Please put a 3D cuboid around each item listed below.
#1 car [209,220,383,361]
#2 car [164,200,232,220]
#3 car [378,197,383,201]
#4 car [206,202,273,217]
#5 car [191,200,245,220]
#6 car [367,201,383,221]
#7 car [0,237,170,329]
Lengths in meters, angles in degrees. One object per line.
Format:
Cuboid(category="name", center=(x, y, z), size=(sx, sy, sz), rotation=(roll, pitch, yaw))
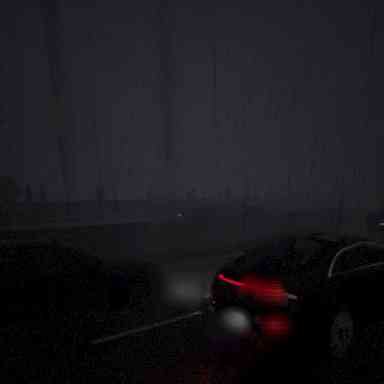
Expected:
Cuboid(category="car", center=(2.509, 1.491, 5.988), size=(4.902, 1.511, 2.128), rotation=(0, 0, -39))
Cuboid(category="car", center=(0.316, 1.508, 22.728), size=(4.902, 1.511, 2.128), rotation=(0, 0, -42))
Cuboid(category="car", center=(30.242, 1.491, 49.988), size=(4.674, 1.442, 1.812), rotation=(0, 0, -42))
Cuboid(category="car", center=(3.304, 1.534, 20.709), size=(4.674, 1.442, 1.812), rotation=(0, 0, -42))
Cuboid(category="car", center=(2.357, 1.522, 29.319), size=(4.892, 1.490, 1.837), rotation=(0, 0, -42))
Cuboid(category="car", center=(11.382, 1.465, 18.360), size=(5.008, 1.535, 1.882), rotation=(0, 0, -42))
Cuboid(category="car", center=(-3.058, 1.560, 5.974), size=(5.357, 1.411, 2.033), rotation=(0, 0, -37))
